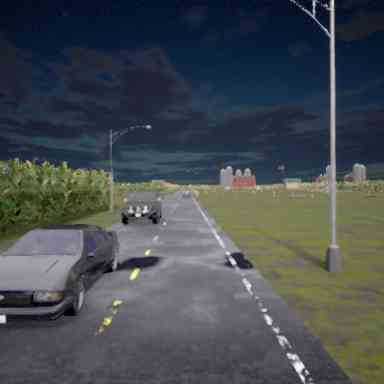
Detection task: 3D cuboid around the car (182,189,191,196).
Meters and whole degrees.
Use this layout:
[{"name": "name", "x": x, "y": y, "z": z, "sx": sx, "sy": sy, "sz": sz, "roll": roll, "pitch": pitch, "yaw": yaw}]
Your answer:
[{"name": "car", "x": -1.365, "y": 0.076, "z": 82.051, "sx": 2.097, "sy": 1.767, "sz": 4.553, "roll": -1, "pitch": 1, "yaw": -1}]

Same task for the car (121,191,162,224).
[{"name": "car", "x": -3.193, "y": 0.956, "z": 22.177, "sx": 2.150, "sy": 2.045, "sz": 5.566, "roll": -1, "pitch": 1, "yaw": -1}]

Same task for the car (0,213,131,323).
[{"name": "car", "x": -2.958, "y": 1.476, "z": 7.613, "sx": 2.033, "sy": 1.411, "sz": 5.357, "roll": -1, "pitch": 1, "yaw": -1}]

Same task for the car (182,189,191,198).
[{"name": "car", "x": -1.186, "y": 0.532, "z": 71.668, "sx": 2.128, "sy": 1.511, "sz": 4.902, "roll": -1, "pitch": 1, "yaw": -1}]
